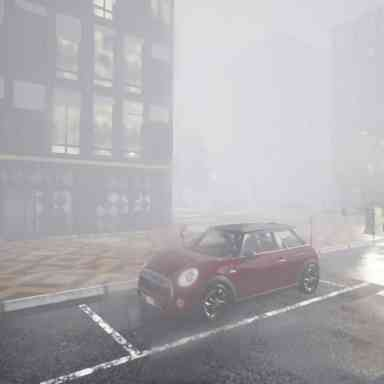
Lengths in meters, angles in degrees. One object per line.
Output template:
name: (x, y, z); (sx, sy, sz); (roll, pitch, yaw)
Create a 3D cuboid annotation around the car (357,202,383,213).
car: (20.955, 1.729, 37.548); (1.947, 1.339, 4.313); (1, -1, -35)

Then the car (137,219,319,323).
car: (0.873, 1.442, 7.172); (4.097, 1.590, 1.967); (0, 1, -36)

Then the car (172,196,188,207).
car: (-2.276, 1.733, 55.844); (1.887, 1.381, 4.507); (1, -1, -35)

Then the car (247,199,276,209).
car: (11.122, 1.799, 51.430); (1.887, 1.381, 4.507); (1, -1, -35)

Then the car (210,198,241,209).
car: (4.280, 1.677, 46.590); (2.008, 1.369, 4.403); (1, -1, -35)

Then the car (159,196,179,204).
car: (-5.267, 1.724, 74.568); (2.192, 1.841, 5.009); (1, -1, -35)

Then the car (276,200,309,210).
car: (14.399, 1.806, 46.802); (1.802, 1.307, 4.206); (1, -1, -35)

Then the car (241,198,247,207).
car: (7.844, 1.725, 56.058); (1.967, 1.590, 4.097); (1, -1, -35)
